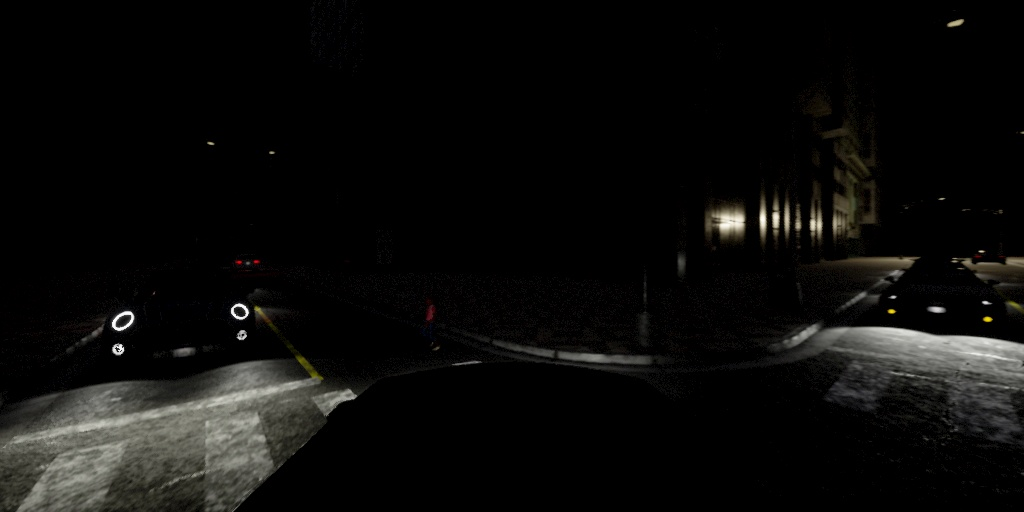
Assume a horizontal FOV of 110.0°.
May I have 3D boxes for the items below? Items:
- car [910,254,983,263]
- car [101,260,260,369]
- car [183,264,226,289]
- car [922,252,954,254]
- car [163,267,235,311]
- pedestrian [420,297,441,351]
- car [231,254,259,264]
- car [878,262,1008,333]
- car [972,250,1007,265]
[{"bbox_3d":[18.461,0.786,15.562,5.357,1.411,2.033,-2,1,-40],"label":"car"},{"bbox_3d":[-7.136,1.088,8.020,2.097,1.767,4.553,0,0,-39],"label":"car"},{"bbox_3d":[-20.078,1.241,23.490,1.994,1.385,4.181,0,0,-40],"label":"car"},{"bbox_3d":[25.994,0.536,21.908,4.892,1.490,1.837,-2,1,-40],"label":"car"},{"bbox_3d":[-13.359,1.257,15.486,2.033,1.411,5.357,0,0,-40],"label":"car"},{"bbox_3d":[-1.711,1.029,7.585,0.375,1.860,0.375,0,0,-40],"label":"pedestrian"},{"bbox_3d":[-28.977,0.802,39.022,2.150,2.045,5.566,0,0,-40],"label":"car"},{"bbox_3d":[11.344,1.008,9.547,4.181,1.385,1.994,-2,1,-39],"label":"car"},{"bbox_3d":[46.468,0.142,35.001,4.181,1.385,1.994,-1,1,-40],"label":"car"}]
